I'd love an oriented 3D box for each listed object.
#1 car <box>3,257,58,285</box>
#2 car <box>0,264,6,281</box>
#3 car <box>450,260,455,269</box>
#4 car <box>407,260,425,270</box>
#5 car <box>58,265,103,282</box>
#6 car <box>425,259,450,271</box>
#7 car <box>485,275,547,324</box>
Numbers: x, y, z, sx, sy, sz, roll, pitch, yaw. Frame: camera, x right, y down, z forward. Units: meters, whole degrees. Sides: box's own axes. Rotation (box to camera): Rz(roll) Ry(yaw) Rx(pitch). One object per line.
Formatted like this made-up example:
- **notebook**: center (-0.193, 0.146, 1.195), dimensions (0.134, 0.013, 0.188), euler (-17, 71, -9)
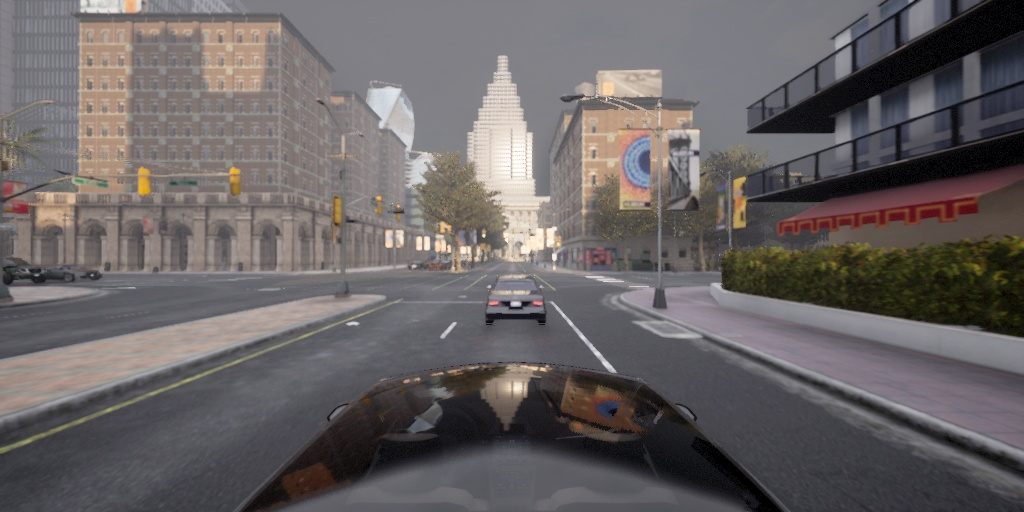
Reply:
- **car**: center (-37.815, 1.058, 26.444), dimensions (5.566, 2.045, 2.150), euler (0, 0, 0)
- **car**: center (-46.405, 1.396, 29.946), dimensions (5.357, 1.411, 2.033), euler (0, 0, 0)
- **car**: center (-11.384, 1.457, 64.247), dimensions (1.882, 1.535, 5.008), euler (0, 0, 0)
- **car**: center (-14.946, 1.444, 57.093), dimensions (2.128, 1.511, 4.902), euler (0, 0, 1)
- **car**: center (-37.061, 1.414, 29.950), dimensions (4.181, 1.385, 1.994), euler (0, 0, 0)
- **car**: center (-11.462, 1.298, 55.233), dimensions (2.097, 1.767, 4.553), euler (0, 0, 0)
- **car**: center (0.111, 1.336, 12.080), dimensions (2.033, 1.411, 5.357), euler (0, 0, 0)
